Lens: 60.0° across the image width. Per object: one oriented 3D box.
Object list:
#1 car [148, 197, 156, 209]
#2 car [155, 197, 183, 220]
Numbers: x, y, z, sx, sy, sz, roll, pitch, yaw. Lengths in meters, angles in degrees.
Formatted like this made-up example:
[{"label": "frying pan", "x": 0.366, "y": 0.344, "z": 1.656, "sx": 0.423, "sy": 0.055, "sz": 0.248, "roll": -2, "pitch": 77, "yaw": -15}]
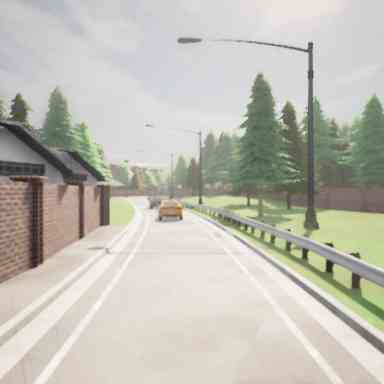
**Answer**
[{"label": "car", "x": -4.674, "y": 1.403, "z": 44.098, "sx": 1.837, "sy": 1.490, "sz": 4.892, "roll": 0, "pitch": 1, "yaw": -11}, {"label": "car", "x": -1.856, "y": 1.410, "z": 27.703, "sx": 1.882, "sy": 1.535, "sz": 5.008, "roll": 0, "pitch": 0, "yaw": -7}]
